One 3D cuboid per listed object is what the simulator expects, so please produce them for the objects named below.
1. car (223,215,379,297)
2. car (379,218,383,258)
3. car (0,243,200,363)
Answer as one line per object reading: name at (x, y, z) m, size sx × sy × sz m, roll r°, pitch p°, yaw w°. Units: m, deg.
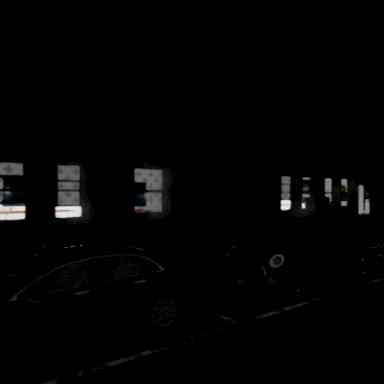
car at (2.715, 1.450, 8.518) m, size 4.097 × 1.590 × 1.967 m, roll 0°, pitch 0°, yaw -36°
car at (7.341, 1.568, 11.834) m, size 4.403 × 1.369 × 2.008 m, roll 0°, pitch 0°, yaw -36°
car at (-1.912, 1.552, 5.201) m, size 4.403 × 1.369 × 2.008 m, roll 0°, pitch 0°, yaw -36°
